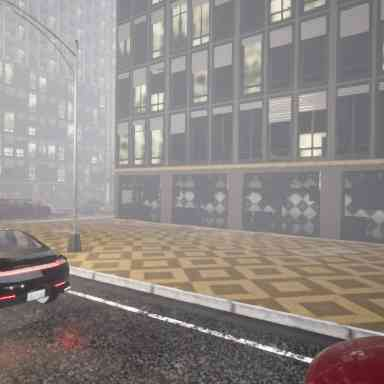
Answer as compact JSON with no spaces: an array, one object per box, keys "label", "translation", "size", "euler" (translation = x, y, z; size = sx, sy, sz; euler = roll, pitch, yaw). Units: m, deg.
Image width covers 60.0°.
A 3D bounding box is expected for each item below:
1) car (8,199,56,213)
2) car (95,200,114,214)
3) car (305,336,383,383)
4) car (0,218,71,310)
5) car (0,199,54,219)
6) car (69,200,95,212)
[{"label":"car","translation":[-19.046,1.641,39.817],"size":[1.752,1.417,4.829],"euler":[1,0,36]},{"label":"car","translation":[-8.751,1.828,39.672],"size":[1.752,1.417,4.829],"euler":[1,0,36]},{"label":"car","translation":[2.937,1.526,1.602],"size":[4.674,1.442,1.812],"euler":[0,0,35]},{"label":"car","translation":[-4.550,1.488,6.902],"size":[4.902,1.511,2.128],"euler":[0,0,35]},{"label":"car","translation":[-15.532,1.518,30.448],"size":[2.192,1.841,5.009],"euler":[1,0,36]},{"label":"car","translation":[-13.507,1.735,42.967],"size":[1.812,1.442,4.674],"euler":[1,1,36]}]
